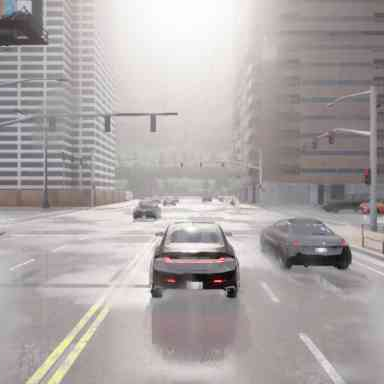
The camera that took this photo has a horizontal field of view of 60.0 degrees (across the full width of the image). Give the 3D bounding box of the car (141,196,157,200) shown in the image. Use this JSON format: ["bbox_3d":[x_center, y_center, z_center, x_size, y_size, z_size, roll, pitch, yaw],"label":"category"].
[{"bbox_3d":[-7.175,1.526,53.332,1.812,1.442,4.674,0,0,1],"label":"car"}]

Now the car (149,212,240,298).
[{"bbox_3d":[0.052,1.492,8.497,2.128,1.511,4.902,0,0,0],"label":"car"}]

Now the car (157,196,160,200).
[{"bbox_3d":[-7.130,1.525,65.702,1.812,1.442,4.674,0,0,0],"label":"car"}]

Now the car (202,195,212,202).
[{"bbox_3d":[3.388,1.355,75.715,2.097,1.767,4.553,0,0,0],"label":"car"}]

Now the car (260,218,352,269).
[{"bbox_3d":[3.563,1.564,11.149,1.994,1.385,4.181,0,0,0],"label":"car"}]

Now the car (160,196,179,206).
[{"bbox_3d":[-3.671,1.491,55.126,2.128,1.511,4.902,0,0,0],"label":"car"}]

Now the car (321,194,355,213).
[{"bbox_3d":[17.143,1.221,36.556,5.566,2.045,2.150,0,0,0],"label":"car"}]

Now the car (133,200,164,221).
[{"bbox_3d":[-3.642,1.601,27.499,1.895,1.301,4.718,0,0,0],"label":"car"}]

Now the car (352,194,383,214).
[{"bbox_3d":[18.968,1.352,33.036,4.553,1.767,2.097,0,0,0],"label":"car"}]

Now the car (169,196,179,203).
[{"bbox_3d":[-3.610,1.506,68.584,1.837,1.490,4.892,0,0,0],"label":"car"}]
